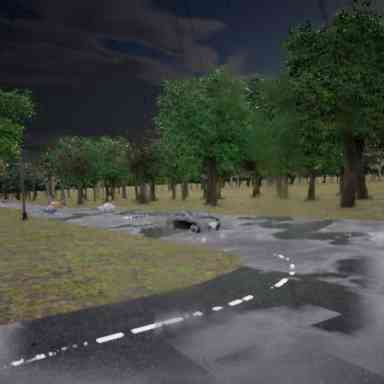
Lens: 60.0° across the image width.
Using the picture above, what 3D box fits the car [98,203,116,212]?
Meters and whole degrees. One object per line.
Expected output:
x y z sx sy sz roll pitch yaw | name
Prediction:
-14.036 2.546 54.892 1.812 1.442 4.674 -4 1 -36 | car

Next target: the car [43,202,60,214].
-25.782 3.148 60.388 1.812 1.442 4.674 -4 1 -30 | car

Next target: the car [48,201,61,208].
-34.334 3.214 82.992 1.882 1.535 5.008 -4 1 -36 | car

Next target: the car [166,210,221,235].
-0.015 2.040 23.522 2.128 1.511 4.902 -4 1 -36 | car
